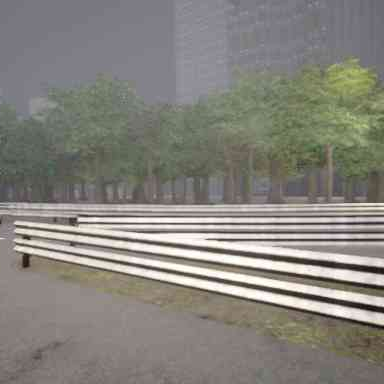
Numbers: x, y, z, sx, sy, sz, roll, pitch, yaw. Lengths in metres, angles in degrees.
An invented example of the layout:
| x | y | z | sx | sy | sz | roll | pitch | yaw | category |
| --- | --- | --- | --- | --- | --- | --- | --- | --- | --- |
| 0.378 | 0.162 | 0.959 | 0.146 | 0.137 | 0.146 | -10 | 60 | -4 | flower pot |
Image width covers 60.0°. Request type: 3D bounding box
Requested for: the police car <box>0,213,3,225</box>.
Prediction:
| x | y | z | sx | sy | sz | roll | pitch | yaw | category |
| --- | --- | --- | --- | --- | --- | --- | --- | --- | --- |
| -13.481 | 1.442 | 19.116 | 4.974 | 1.542 | 2.038 | 0 | 0 | 18 | police car |
